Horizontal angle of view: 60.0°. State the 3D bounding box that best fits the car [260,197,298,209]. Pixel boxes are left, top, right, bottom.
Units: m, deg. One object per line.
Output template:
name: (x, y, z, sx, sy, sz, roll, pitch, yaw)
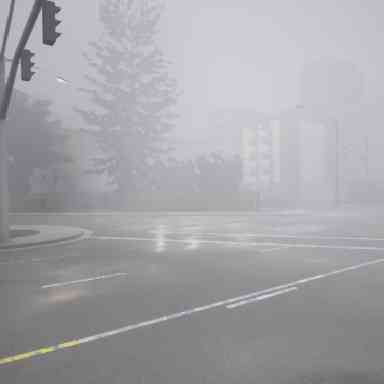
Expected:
car: (9.547, 1.193, 37.665, 1.895, 1.301, 4.718, -1, 1, -35)
